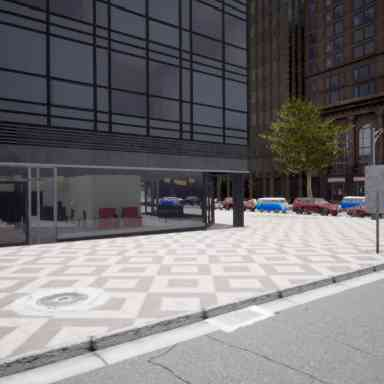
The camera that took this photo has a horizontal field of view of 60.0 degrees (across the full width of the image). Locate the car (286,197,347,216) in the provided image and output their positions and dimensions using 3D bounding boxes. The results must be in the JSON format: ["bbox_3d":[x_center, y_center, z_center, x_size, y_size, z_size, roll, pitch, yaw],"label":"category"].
[{"bbox_3d":[12.747,1.518,34.419,2.192,1.841,5.009,-1,0,-35],"label":"car"}]

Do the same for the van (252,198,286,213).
[{"bbox_3d":[9.458,1.600,39.050,1.690,1.788,3.998,-1,0,-35],"label":"van"}]

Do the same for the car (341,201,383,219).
[{"bbox_3d":[16.043,1.728,29.790,1.802,1.307,4.206,-1,0,-35],"label":"car"}]

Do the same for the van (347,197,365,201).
[{"bbox_3d":[19.692,1.457,39.364,1.690,1.788,3.998,-1,0,-35],"label":"van"}]

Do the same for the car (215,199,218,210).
[{"bbox_3d":[2.884,1.915,48.311,2.008,1.369,4.403,-1,0,-35],"label":"car"}]

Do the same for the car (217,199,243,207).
[{"bbox_3d":[6.540,1.873,57.884,1.887,1.381,4.507,-1,0,-35],"label":"car"}]

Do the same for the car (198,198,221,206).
[{"bbox_3d":[3.252,1.930,62.513,2.008,1.369,4.403,-1,0,-35],"label":"car"}]

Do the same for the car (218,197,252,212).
[{"bbox_3d":[6.169,1.627,43.680,2.192,1.841,5.009,-1,0,-35],"label":"car"}]

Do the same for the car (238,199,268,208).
[{"bbox_3d":[9.731,1.804,53.393,1.752,1.417,4.829,-1,0,-35],"label":"car"}]

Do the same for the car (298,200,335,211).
[{"bbox_3d":[16.408,1.737,43.995,1.947,1.339,4.313,-1,0,-35],"label":"car"}]
